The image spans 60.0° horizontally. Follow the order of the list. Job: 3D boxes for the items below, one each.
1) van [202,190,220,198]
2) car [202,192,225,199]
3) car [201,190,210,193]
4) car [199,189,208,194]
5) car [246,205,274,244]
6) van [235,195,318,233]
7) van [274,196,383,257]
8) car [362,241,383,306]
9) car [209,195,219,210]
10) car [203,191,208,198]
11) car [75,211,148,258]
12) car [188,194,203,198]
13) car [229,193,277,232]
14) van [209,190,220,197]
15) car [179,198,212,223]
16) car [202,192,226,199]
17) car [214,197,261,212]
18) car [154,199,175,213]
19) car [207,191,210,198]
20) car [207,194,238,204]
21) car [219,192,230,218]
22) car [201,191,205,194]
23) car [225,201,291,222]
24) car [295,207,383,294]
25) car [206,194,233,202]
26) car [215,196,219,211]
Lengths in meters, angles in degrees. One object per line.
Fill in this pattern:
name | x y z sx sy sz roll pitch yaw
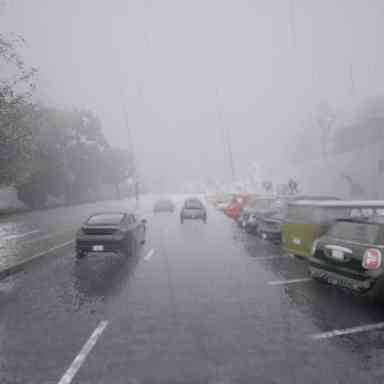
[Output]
van | 4.963 0.451 88.204 4.442 1.987 1.878 1 1 -20
car | 5.062 0.770 79.303 4.892 1.521 2.231 1 0 -20
car | 5.079 0.875 70.352 4.892 1.521 2.231 1 1 -20
car | 5.098 0.584 73.350 5.566 2.045 2.435 1 0 -20
car | 5.064 1.464 13.668 4.892 1.521 2.231 1 0 -20
van | 4.965 1.225 19.590 4.442 1.987 1.878 1 0 -20
van | 5.181 1.245 10.728 4.442 1.987 1.878 1 0 -20
car | 5.065 1.520 4.721 4.674 1.452 2.002 1 0 -20
car | 4.897 1.374 34.489 5.366 1.575 1.946 1 1 -20
car | 4.896 1.140 52.399 5.366 1.575 1.946 0 1 -20
car | -2.900 1.480 12.701 1.837 1.490 4.892 0 0 0
car | 0.099 1.316 41.795 1.837 1.490 4.892 0 1 0
car | 5.048 1.206 16.636 5.566 2.045 2.435 1 0 -20
van | 4.964 1.056 43.459 4.442 1.987 1.878 0 1 -20
car | 0.099 1.438 24.754 2.128 1.511 4.902 0 0 0
car | 5.075 0.801 76.317 5.008 1.535 2.097 1 1 -20
car | 5.096 1.383 37.558 4.792 1.488 2.163 1 0 -20
car | -2.900 1.444 35.588 1.994 1.385 4.181 0 0 0
car | 5.042 1.114 46.488 4.553 1.767 2.185 0 1 -20
car | 5.096 1.124 55.461 4.792 1.488 2.163 0 1 -20
car | 5.099 1.194 22.633 5.566 2.045 2.435 1 0 -20
car | 4.896 1.040 58.364 5.366 1.575 1.946 0 1 -20
car | 5.066 1.473 25.605 4.674 1.452 2.002 1 0 -20
car | 5.042 1.349 7.693 4.553 1.767 2.185 1 0 -20
car | 5.065 1.039 61.413 4.674 1.452 2.002 0 1 -20
car | 5.042 1.431 31.562 4.792 1.488 2.163 1 1 -20
